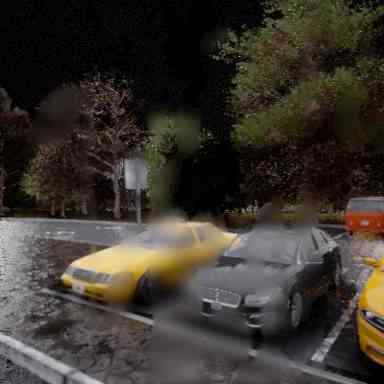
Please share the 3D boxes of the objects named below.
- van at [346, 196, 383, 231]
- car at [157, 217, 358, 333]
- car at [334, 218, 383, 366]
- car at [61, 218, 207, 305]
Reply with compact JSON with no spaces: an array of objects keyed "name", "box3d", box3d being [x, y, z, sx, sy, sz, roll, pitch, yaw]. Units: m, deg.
[{"name":"van","box3d":[9.532,1.240,17.682,1.878,1.987,4.442,0,0,36]},{"name":"car","box3d":[1.781,1.467,7.008,2.231,1.521,4.892,0,0,36]},{"name":"car","box3d":[4.037,1.465,5.397,2.097,1.535,5.008,0,0,36]},{"name":"car","box3d":[-0.583,1.472,8.462,1.946,1.575,5.366,0,0,36]}]
